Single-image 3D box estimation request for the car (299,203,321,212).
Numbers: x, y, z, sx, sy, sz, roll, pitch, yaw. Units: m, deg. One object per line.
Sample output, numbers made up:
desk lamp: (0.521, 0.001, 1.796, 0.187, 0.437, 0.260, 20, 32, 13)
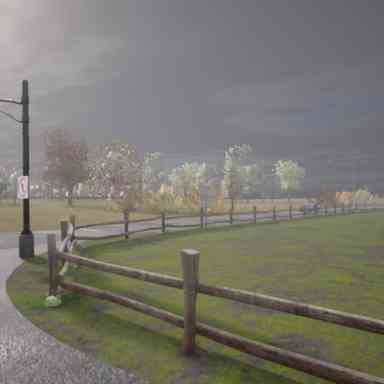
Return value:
car: (18.823, 2.446, 53.022, 2.033, 1.411, 5.357, -1, -2, 40)
